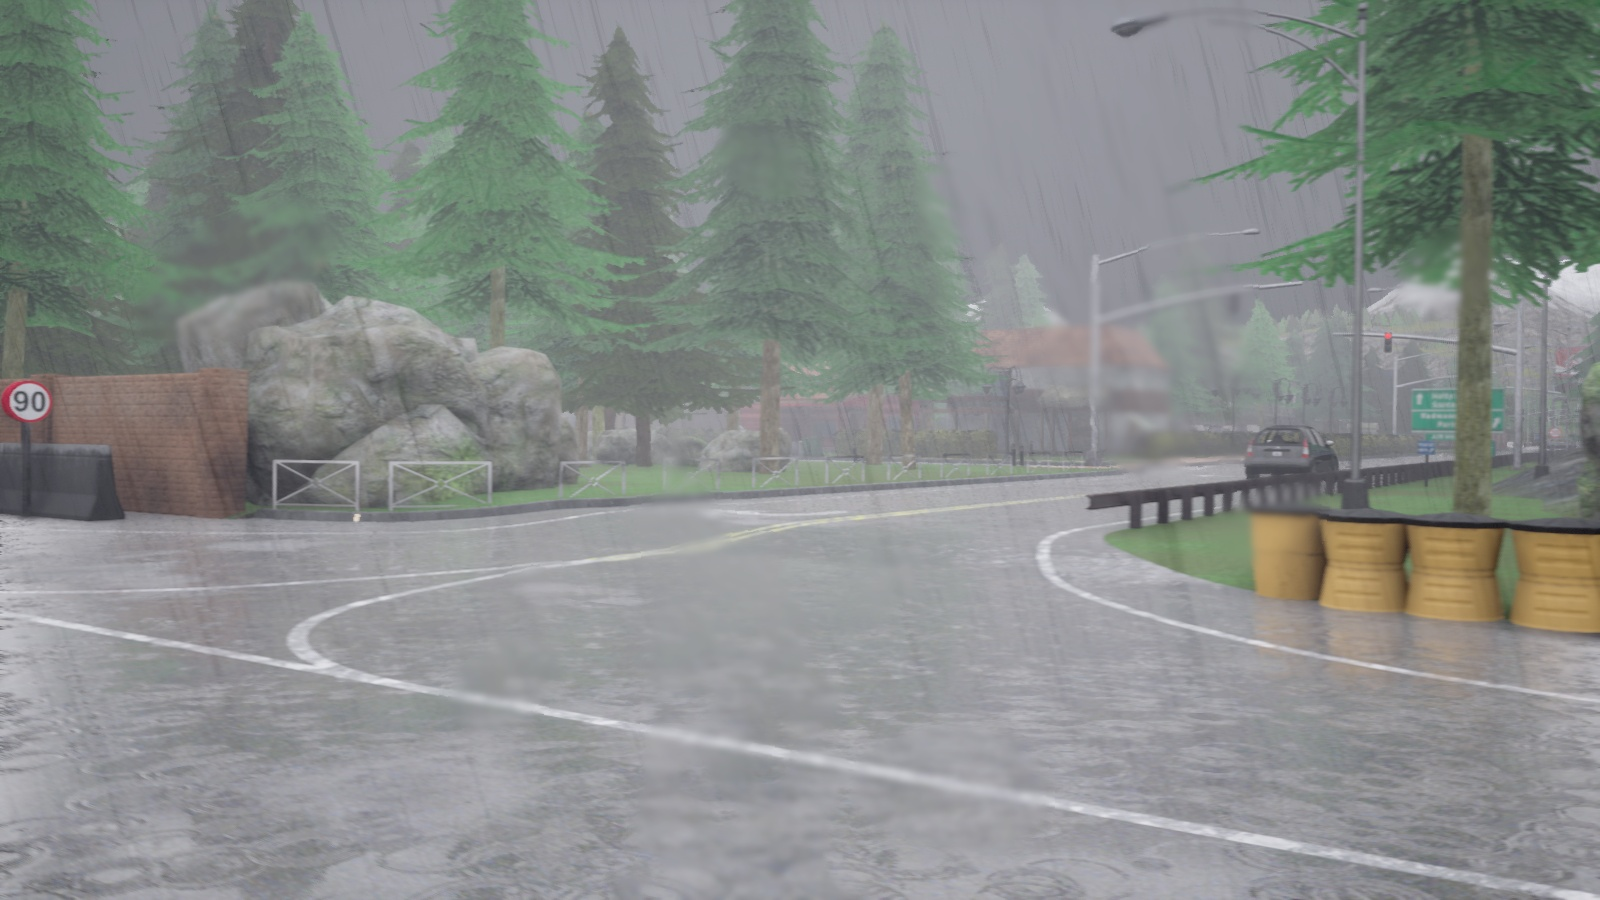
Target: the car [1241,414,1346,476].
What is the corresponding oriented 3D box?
[{"bbox_3d":[13.704,-0.165,34.745,1.851,1.617,3.988,0,1,34],"label":"car"}]
